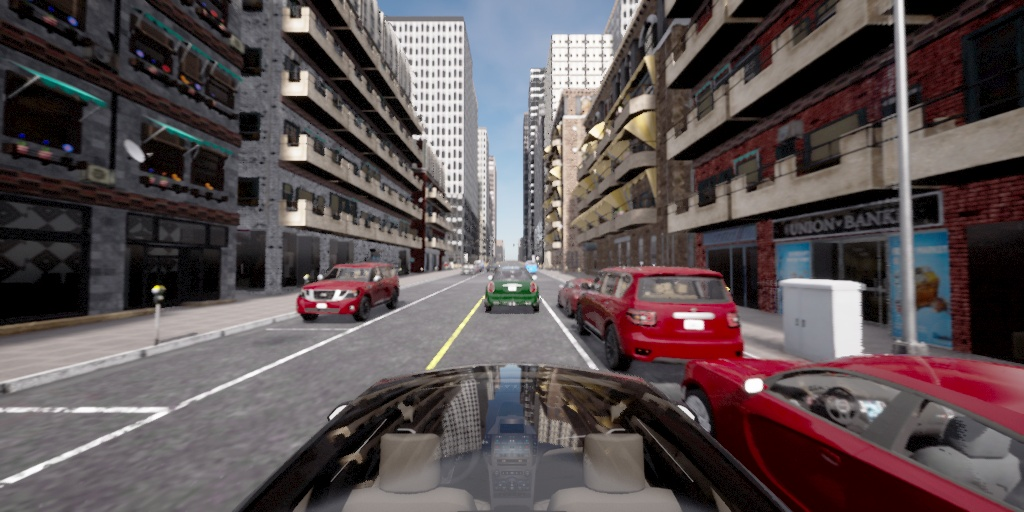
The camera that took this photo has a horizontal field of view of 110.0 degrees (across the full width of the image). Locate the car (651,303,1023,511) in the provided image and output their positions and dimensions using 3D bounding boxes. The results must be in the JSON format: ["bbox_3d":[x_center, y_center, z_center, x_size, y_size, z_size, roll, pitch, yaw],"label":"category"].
[{"bbox_3d":[2.691,1.300,2.175,1.888,1.381,4.507,0,0,0],"label":"car"}]

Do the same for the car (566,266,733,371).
[{"bbox_3d":[2.692,1.130,7.716,2.192,1.841,5.009,0,0,0],"label":"car"}]

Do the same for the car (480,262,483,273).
[{"bbox_3d":[-5.653,1.872,51.984,1.802,1.307,4.207,0,0,0],"label":"car"}]

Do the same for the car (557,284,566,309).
[{"bbox_3d":[2.693,1.457,13.256,1.802,1.307,4.207,0,0,0],"label":"car"}]

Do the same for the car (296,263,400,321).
[{"bbox_3d":[-5.690,1.190,13.204,2.192,1.841,5.009,0,0,0],"label":"car"}]

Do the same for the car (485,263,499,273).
[{"bbox_3d":[-3.073,1.844,56.567,1.837,1.490,4.892,0,-1,0],"label":"car"}]

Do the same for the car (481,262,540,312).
[{"bbox_3d":[0.022,1.248,15.299,2.097,1.767,4.553,0,-1,0],"label":"car"}]

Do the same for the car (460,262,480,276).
[{"bbox_3d":[-5.654,1.781,46.443,2.007,1.370,4.403,0,0,0],"label":"car"}]
